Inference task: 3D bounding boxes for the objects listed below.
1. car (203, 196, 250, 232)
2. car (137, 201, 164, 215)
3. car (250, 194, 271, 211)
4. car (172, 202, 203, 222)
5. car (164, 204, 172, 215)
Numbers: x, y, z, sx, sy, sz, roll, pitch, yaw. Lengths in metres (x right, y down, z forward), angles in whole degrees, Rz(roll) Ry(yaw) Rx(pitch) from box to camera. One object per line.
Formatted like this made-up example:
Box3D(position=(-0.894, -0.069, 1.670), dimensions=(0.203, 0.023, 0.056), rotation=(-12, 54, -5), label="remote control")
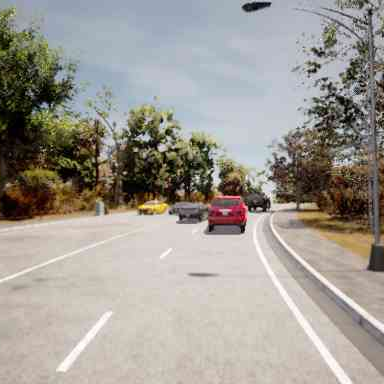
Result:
Box3D(position=(2.327, 1.281, 20.946), dimensions=(2.150, 2.045, 5.566), rotation=(-1, 0, 11), label="car")
Box3D(position=(-4.385, 1.755, 37.476), dimensions=(1.882, 1.535, 5.008), rotation=(-1, -1, 18), label="car")
Box3D(position=(8.379, 1.305, 41.315), dimensions=(2.150, 2.045, 5.566), rotation=(-1, -1, 22), label="car")
Box3D(position=(0.266, 1.606, 27.535), dimensions=(2.128, 1.511, 4.902), rotation=(-1, 0, 14), label="car")
Box3D(position=(-1.098, 1.772, 36.255), dimensions=(1.994, 1.385, 4.181), rotation=(-1, -1, 18), label="car")
